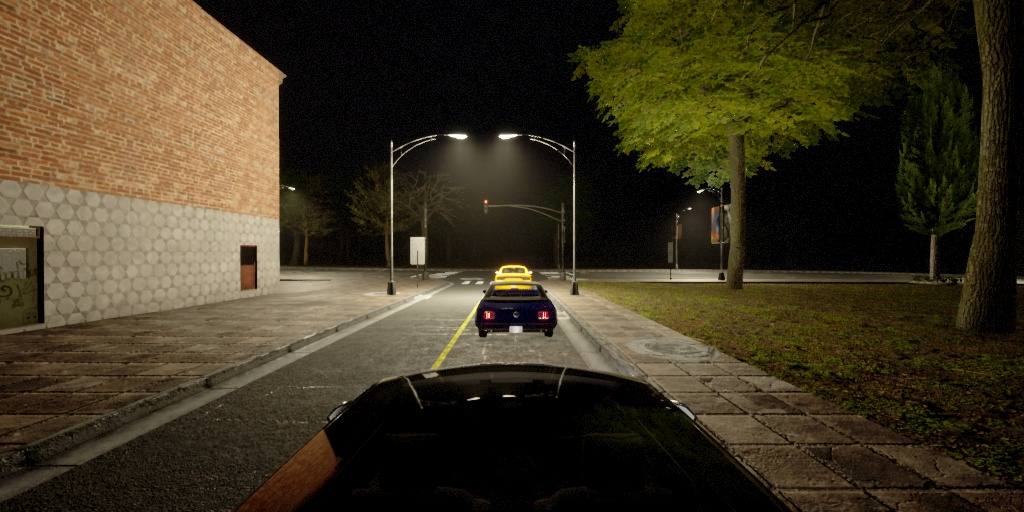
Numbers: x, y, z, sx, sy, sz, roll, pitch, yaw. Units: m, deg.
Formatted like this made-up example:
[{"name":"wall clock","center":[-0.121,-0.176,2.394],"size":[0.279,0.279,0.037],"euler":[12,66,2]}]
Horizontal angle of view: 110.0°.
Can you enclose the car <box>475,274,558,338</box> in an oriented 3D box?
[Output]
[{"name":"car","center":[0.093,1.357,10.230],"size":[1.895,1.301,4.718],"euler":[0,0,0]}]

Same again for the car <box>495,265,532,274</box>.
[{"name":"car","center":[0.089,1.255,19.574],"size":[1.882,1.535,5.008],"euler":[0,0,1]}]
